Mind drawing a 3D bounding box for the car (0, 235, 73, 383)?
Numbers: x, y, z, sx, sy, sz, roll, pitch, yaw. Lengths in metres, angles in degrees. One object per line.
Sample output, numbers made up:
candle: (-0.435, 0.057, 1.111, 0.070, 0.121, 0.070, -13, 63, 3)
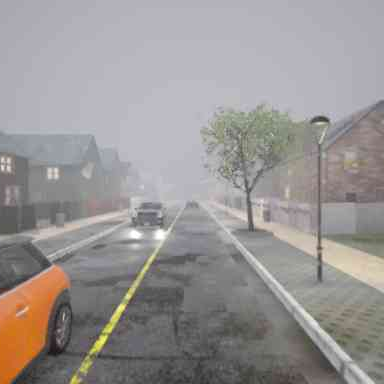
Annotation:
car: (-2.829, 1.355, 3.068, 2.097, 1.767, 4.553, 0, 0, 0)

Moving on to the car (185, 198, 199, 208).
car: (0.001, 1.745, 55.227, 2.128, 1.511, 4.902, 0, 0, 0)

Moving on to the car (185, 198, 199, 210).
car: (0.003, 1.671, 44.977, 2.128, 1.511, 4.902, 0, 0, 0)

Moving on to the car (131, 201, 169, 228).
car: (-2.786, 1.408, 22.793, 2.097, 1.767, 4.553, 0, 0, 0)
